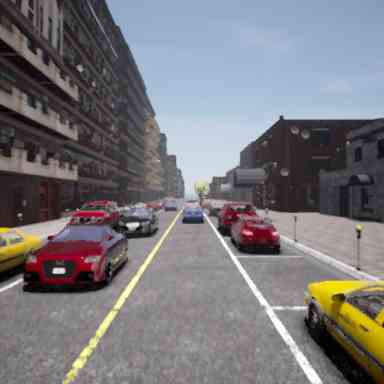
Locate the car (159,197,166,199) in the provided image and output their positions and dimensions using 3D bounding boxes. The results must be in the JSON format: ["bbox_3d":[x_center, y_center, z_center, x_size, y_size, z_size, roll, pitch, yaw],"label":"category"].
[{"bbox_3d":[-5.703,1.956,53.417,1.967,1.590,4.097,0,-1,0],"label":"car"}]

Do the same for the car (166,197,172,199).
[{"bbox_3d":[-5.706,1.946,64.497,2.192,1.841,5.009,0,-1,0],"label":"car"}]

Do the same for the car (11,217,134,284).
[{"bbox_3d":[-3.104,1.654,9.703,1.994,1.385,4.181,0,-1,-1],"label":"car"}]

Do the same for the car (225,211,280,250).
[{"bbox_3d":[2.688,1.717,14.646,1.802,1.307,4.206,0,-1,0],"label":"car"}]

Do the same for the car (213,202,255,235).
[{"bbox_3d":[2.688,1.502,20.187,2.192,1.841,5.009,0,-1,0],"label":"car"}]

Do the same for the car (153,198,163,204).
[{"bbox_3d":[-5.702,2.004,47.878,1.887,1.381,4.507,0,-1,0],"label":"car"}]

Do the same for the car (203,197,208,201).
[{"bbox_3d":[2.675,2.100,59.128,1.752,1.417,4.829,0,-1,0],"label":"car"}]

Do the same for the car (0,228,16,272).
[{"bbox_3d":[-5.691,1.608,8.934,1.752,1.417,4.829,0,-1,0],"label":"car"}]

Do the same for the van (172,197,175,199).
[{"bbox_3d":[-5.712,2.153,81.113,1.690,1.788,3.998,0,-1,0],"label":"van"}]

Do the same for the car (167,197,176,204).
[{"bbox_3d":[-5.715,2.253,92.191,2.192,1.841,5.009,0,-1,0],"label":"car"}]

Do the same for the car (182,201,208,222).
[{"bbox_3d":[0.091,1.821,29.219,2.033,1.411,5.357,0,-1,0],"label":"car"}]

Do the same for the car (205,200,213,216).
[{"bbox_3d":[2.682,1.898,36.802,2.008,1.369,4.403,0,-1,0],"label":"car"}]

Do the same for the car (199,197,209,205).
[{"bbox_3d":[2.671,2.066,75.577,2.192,1.841,5.009,0,-1,0],"label":"car"}]

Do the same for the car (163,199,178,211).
[{"bbox_3d":[-3.013,2.067,48.343,2.033,1.411,5.357,0,-1,0],"label":"car"}]

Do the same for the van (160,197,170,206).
[{"bbox_3d":[-5.708,2.031,70.036,1.690,1.788,3.998,0,-1,0],"label":"van"}]

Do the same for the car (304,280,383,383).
[{"bbox_3d":[2.692,1.561,3.739,1.752,1.417,4.829,0,-1,0],"label":"car"}]

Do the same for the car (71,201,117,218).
[{"bbox_3d":[-5.693,1.502,20.184,2.192,1.841,5.009,0,-1,0],"label":"car"}]

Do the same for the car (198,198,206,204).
[{"bbox_3d":[2.667,2.315,86.654,1.967,1.590,4.097,0,-1,0],"label":"car"}]

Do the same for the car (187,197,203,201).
[{"bbox_3d":[0.035,1.790,45.826,2.097,1.767,4.553,0,-1,1],"label":"car"}]

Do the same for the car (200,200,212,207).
[{"bbox_3d":[2.673,2.182,64.497,2.008,1.369,4.403,0,-1,0],"label":"car"}]

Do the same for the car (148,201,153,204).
[{"bbox_3d":[-5.699,1.871,36.629,1.752,1.417,4.829,0,-1,0],"label":"car"}]

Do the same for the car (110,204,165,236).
[{"bbox_3d":[-3.089,1.675,19.834,2.128,1.511,4.902,0,-1,0],"label":"car"}]
